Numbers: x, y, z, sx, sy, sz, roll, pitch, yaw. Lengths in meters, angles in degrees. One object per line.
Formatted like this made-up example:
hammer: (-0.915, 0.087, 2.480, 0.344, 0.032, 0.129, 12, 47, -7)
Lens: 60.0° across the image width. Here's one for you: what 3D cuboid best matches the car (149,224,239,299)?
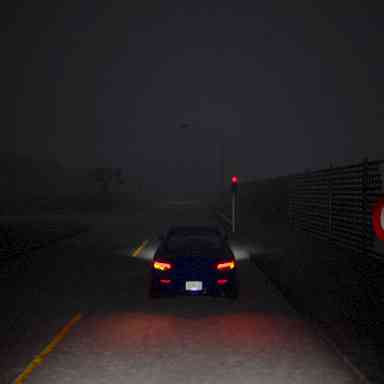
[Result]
car: (0.055, 1.521, 8.290, 1.812, 1.442, 4.674, 0, 0, 1)
